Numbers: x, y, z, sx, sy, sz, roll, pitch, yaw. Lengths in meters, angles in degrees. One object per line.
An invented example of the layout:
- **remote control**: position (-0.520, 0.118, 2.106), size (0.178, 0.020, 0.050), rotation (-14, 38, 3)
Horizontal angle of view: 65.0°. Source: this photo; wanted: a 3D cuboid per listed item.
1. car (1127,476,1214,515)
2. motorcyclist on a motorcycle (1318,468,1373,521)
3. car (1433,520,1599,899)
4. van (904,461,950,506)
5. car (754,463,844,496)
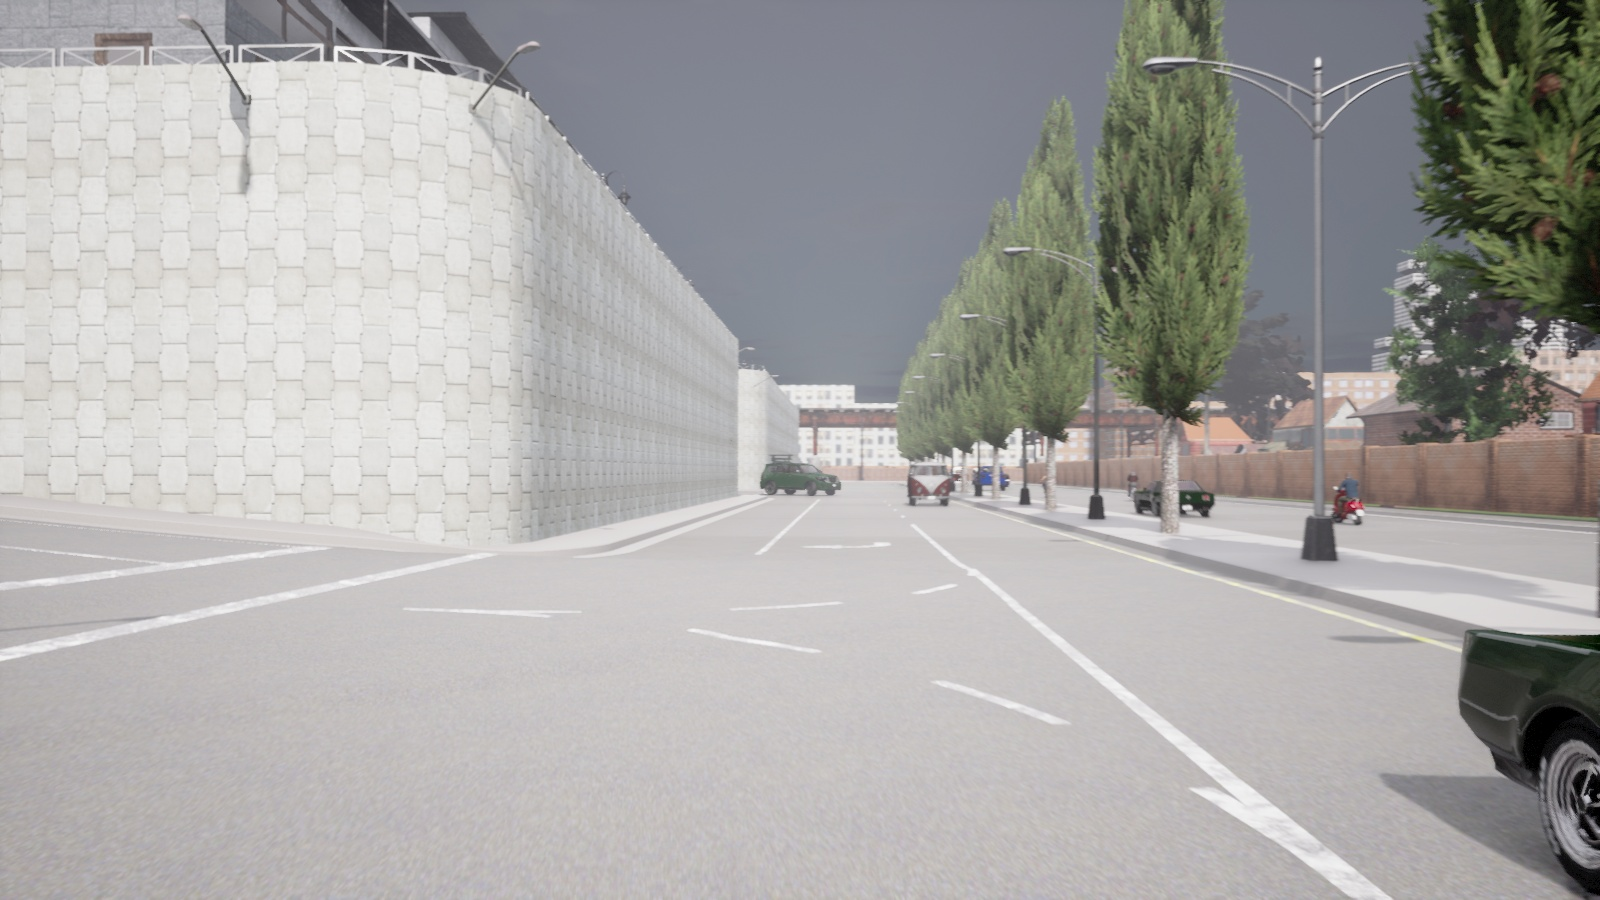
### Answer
- **car**: position (13.313, 1.618, 45.418), size (1.895, 1.301, 4.718), rotation (0, -1, 2)
- **motorcyclist on a motorcycle**: position (16.517, 1.333, 38.069), size (0.866, 1.590, 1.817), rotation (0, -1, 1)
- **car**: position (3.700, 0.941, 3.244), size (1.895, 1.301, 4.718), rotation (0, -1, 2)
- **van**: position (5.760, 1.504, 57.332), size (1.775, 1.987, 4.442), rotation (0, -1, 2)
- **car**: position (-0.104, 1.830, 78.501), size (5.566, 2.045, 2.150), rotation (-1, -2, 41)
